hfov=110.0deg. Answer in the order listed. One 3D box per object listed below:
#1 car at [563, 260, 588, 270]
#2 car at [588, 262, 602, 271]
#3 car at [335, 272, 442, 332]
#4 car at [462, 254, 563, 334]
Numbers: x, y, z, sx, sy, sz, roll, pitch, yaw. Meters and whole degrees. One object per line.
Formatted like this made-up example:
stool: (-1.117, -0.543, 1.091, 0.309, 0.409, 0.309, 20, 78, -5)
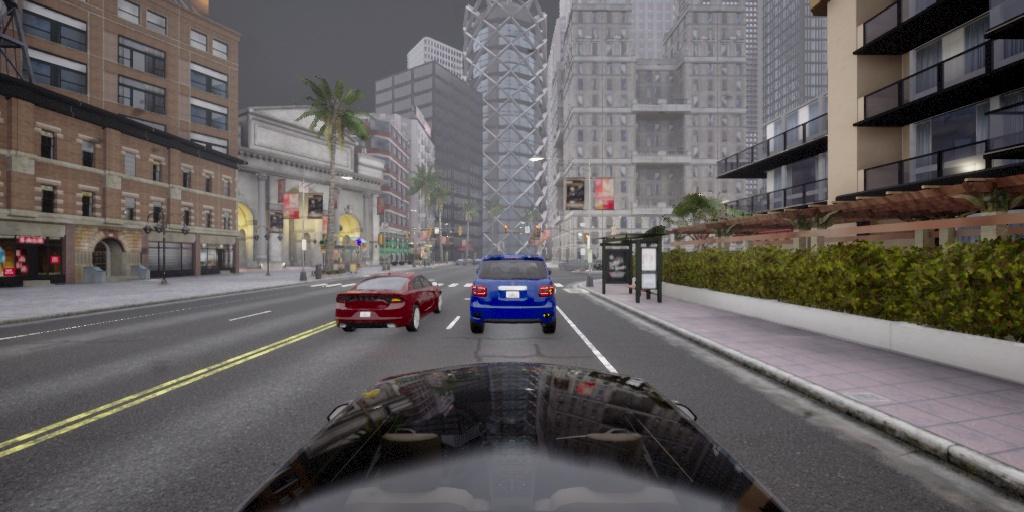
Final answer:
car: (8.814, 1.314, 51.245, 4.181, 1.385, 1.994, 0, 0, 4)
car: (12.957, 1.101, 47.404, 4.553, 1.767, 2.097, 0, 0, 0)
car: (-3.443, 1.228, 10.932, 1.882, 1.535, 5.008, 0, 0, 0)
car: (0.052, 0.971, 10.823, 2.150, 2.045, 5.566, 0, 0, 1)
